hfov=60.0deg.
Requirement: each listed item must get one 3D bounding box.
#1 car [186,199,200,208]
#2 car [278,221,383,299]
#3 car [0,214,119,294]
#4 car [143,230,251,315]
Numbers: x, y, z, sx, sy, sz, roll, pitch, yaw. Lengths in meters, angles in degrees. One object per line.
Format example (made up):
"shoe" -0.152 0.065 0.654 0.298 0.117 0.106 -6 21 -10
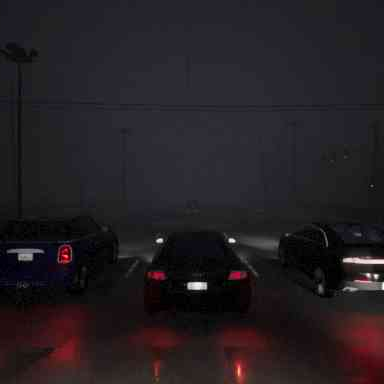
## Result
"car" 0.074 1.598 46.420 1.895 1.301 4.718 0 0 0
"car" 3.594 1.491 8.458 2.128 1.511 4.902 0 0 0
"car" -3.407 1.352 8.939 2.097 1.767 4.553 0 0 0
"car" 0.091 1.563 7.646 1.994 1.385 4.181 0 0 0
